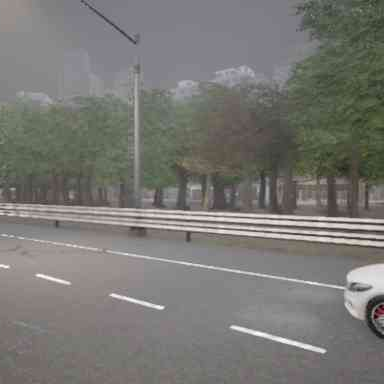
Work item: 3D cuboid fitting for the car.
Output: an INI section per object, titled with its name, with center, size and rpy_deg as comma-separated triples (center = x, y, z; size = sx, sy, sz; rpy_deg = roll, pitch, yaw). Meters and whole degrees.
[car]
center = 4.746, 1.526, 4.784
size = 4.674, 1.442, 1.812
rpy_deg = 0, 0, 35
